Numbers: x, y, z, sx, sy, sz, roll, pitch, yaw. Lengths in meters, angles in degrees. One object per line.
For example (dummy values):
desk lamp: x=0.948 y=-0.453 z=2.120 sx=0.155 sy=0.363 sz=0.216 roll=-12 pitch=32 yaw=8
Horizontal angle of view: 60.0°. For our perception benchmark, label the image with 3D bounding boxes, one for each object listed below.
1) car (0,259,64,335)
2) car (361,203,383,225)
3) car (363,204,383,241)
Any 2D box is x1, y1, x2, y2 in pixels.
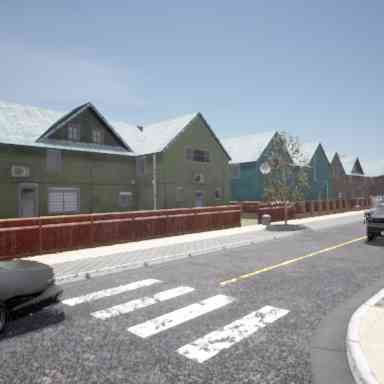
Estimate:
car: x=-4.705 y=1.661 z=4.707 sx=2.033 sy=1.411 sz=5.357 roll=-2 pitch=-1 yaw=44
car: x=14.173 y=1.531 z=24.296 sx=1.895 sy=1.301 sz=4.718 roll=-2 pitch=-1 yaw=44
car: x=9.510 y=1.407 z=15.216 sx=1.837 sy=1.490 sz=4.892 roll=-2 pitch=-1 yaw=44
